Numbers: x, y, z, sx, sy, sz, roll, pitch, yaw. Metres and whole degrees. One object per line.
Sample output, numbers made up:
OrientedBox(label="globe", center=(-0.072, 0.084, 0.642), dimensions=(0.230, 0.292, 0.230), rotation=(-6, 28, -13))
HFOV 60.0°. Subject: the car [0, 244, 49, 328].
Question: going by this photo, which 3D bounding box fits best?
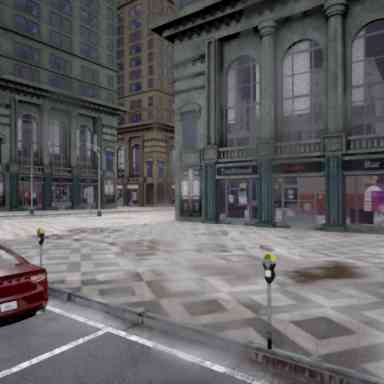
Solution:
OrientedBox(label="car", center=(-4.501, 1.544, 6.182), dimensions=(4.507, 1.381, 1.887), rotation=(0, 0, 35))
